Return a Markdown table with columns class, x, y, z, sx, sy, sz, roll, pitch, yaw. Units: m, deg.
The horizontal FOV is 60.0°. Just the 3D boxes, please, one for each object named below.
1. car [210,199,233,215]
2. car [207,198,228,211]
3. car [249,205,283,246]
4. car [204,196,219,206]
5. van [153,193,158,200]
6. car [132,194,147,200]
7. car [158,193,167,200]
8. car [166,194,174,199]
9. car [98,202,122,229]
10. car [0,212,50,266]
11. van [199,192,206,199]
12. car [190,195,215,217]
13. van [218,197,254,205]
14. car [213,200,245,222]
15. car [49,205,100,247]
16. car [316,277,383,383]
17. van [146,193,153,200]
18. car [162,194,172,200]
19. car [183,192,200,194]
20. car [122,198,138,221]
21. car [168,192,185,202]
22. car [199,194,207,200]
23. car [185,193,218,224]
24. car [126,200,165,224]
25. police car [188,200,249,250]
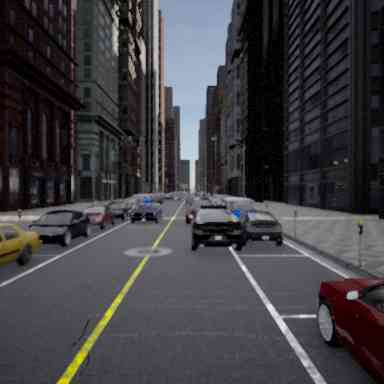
| class | x | y | z | sx | sy | sz | roll | pitch | yaw |
| --- | --- | --- | --- | --- | --- | --- | --- | --- | --- |
| car | 2.754 | 1.412 | 31.567 | 1.802 | 1.307 | 4.206 | 0 | 0 | 0 |
| car | 2.753 | 1.354 | 37.203 | 2.008 | 1.369 | 4.403 | 0 | 0 | 0 |
| car | 2.758 | 1.468 | 14.658 | 2.008 | 1.369 | 4.403 | 0 | 0 | 0 |
| car | 2.750 | 1.295 | 48.475 | 1.887 | 1.381 | 4.507 | 0 | 0 | 0 |
| van | -5.774 | 1.118 | 42.821 | 1.690 | 1.788 | 3.998 | 0 | 0 | 0 |
| car | -5.771 | 1.271 | 31.549 | 1.967 | 1.590 | 4.097 | 0 | 0 | 0 |
| car | -5.776 | 1.039 | 54.093 | 2.192 | 1.841 | 5.009 | 0 | 0 | 0 |
| car | -5.783 | 1.149 | 87.914 | 1.947 | 1.339 | 4.313 | 0 | 0 | 0 |
| car | -5.768 | 1.470 | 20.276 | 1.802 | 1.307 | 4.206 | 0 | 0 | 0 |
| car | -5.766 | 1.475 | 8.832 | 1.752 | 1.417 | 4.829 | 0 | 0 | 0 |
| van | 2.741 | 0.925 | 87.927 | 1.690 | 1.788 | 3.998 | 0 | 0 | 0 |
| car | 0.893 | 1.190 | 29.813 | 2.097 | 1.767 | 4.553 | 0 | 0 | 0 |
| van | 2.756 | 1.229 | 20.293 | 1.690 | 1.788 | 3.998 | 0 | 0 | 0 |
| car | 2.755 | 1.410 | 25.931 | 2.008 | 1.369 | 4.403 | 0 | 0 | 0 |
| car | -5.767 | 1.484 | 14.639 | 1.947 | 1.339 | 4.313 | 0 | 0 | 0 |
| car | 2.761 | 1.525 | 3.386 | 1.887 | 1.381 | 4.507 | 0 | 0 | 0 |
| van | -5.773 | 1.144 | 37.185 | 1.690 | 1.788 | 3.998 | 0 | 0 | 0 |
| car | -5.781 | 1.173 | 76.641 | 1.887 | 1.381 | 4.507 | 0 | 0 | 0 |
| car | -0.004 | 1.234 | 50.414 | 2.128 | 1.511 | 4.902 | 0 | 0 | 0 |
| car | -5.770 | 1.425 | 25.913 | 1.947 | 1.339 | 4.313 | 0 | 0 | 0 |
| car | -3.039 | 1.174 | 64.166 | 2.128 | 1.511 | 4.902 | 0 | 0 | 1 |
| car | 2.743 | 1.130 | 82.462 | 1.752 | 1.417 | 4.829 | 0 | 0 | 0 |
| car | 0.671 | 1.213 | 23.846 | 2.097 | 1.767 | 4.553 | -1 | 1 | 2 |
| car | -3.105 | 1.472 | 23.520 | 1.895 | 1.301 | 4.718 | 0 | 0 | 0 |
| police car | 0.897 | 1.347 | 13.952 | 1.930 | 1.638 | 5.238 | 0 | 0 | 0 |
